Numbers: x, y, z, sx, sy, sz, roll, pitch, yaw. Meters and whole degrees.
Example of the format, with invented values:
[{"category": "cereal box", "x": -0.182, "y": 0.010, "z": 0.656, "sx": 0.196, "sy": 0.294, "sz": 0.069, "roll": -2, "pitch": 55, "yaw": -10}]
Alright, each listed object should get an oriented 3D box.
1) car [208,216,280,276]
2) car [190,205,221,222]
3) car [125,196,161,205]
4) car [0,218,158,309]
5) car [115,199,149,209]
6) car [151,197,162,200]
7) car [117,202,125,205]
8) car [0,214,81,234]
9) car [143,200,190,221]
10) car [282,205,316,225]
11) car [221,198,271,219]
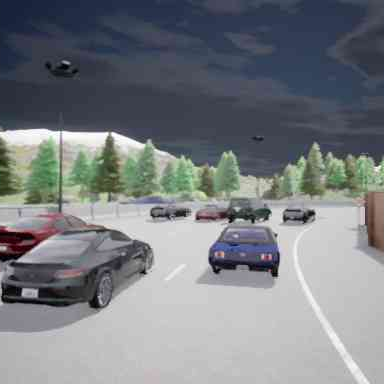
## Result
[{"category": "car", "x": 1.821, "y": 1.706, "z": 10.772, "sx": 1.895, "sy": 1.301, "sz": 4.718, "roll": 0, "pitch": 0, "yaw": 13}, {"category": "car", "x": 1.987, "y": 1.824, "z": 29.407, "sx": 1.994, "sy": 1.385, "sz": 4.181, "roll": 0, "pitch": -1, "yaw": 30}, {"category": "car", "x": -6.531, "y": 1.567, "z": 48.198, "sx": 2.150, "sy": 2.045, "sz": 5.566, "roll": 0, "pitch": 0, "yaw": 38}, {"category": "car", "x": -2.357, "y": 1.574, "z": 7.942, "sx": 1.812, "sy": 1.442, "sz": 4.674, "roll": 0, "pitch": 0, "yaw": 10}, {"category": "car", "x": -9.881, "y": 1.926, "z": 55.095, "sx": 2.033, "sy": 1.411, "sz": 5.357, "roll": 0, "pitch": -1, "yaw": 41}, {"category": "car", "x": -3.017, "y": 1.857, "z": 46.930, "sx": 2.128, "sy": 1.511, "sz": 4.902, "roll": 0, "pitch": -1, "yaw": 40}, {"category": "car", "x": -8.962, "y": 1.951, "z": 50.761, "sx": 1.895, "sy": 1.301, "sz": 4.718, "roll": 0, "pitch": -1, "yaw": 39}, {"category": "car", "x": -5.013, "y": 1.540, "z": 12.231, "sx": 1.882, "sy": 1.535, "sz": 5.008, "roll": 0, "pitch": 0, "yaw": 13}, {"category": "car", "x": -1.838, "y": 1.724, "z": 29.759, "sx": 2.128, "sy": 1.511, "sz": 4.902, "roll": 0, "pitch": -1, "yaw": 28}, {"category": "car", "x": 8.886, "y": 1.789, "z": 27.368, "sx": 2.128, "sy": 1.511, "sz": 4.902, "roll": 0, "pitch": -1, "yaw": 31}, {"category": "car", "x": 4.744, "y": 1.486, "z": 27.361, "sx": 2.150, "sy": 2.045, "sz": 5.566, "roll": 0, "pitch": -1, "yaw": 30}]
